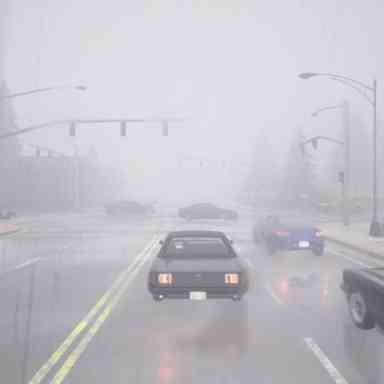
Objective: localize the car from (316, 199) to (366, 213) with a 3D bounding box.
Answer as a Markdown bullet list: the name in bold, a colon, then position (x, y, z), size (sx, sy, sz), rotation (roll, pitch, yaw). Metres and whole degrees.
- **car**: position (16.095, 1.478, 36.046), size (5.008, 1.535, 1.882), rotation (0, 0, 0)

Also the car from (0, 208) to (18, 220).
- **car**: position (-16.567, 1.547, 25.900), size (5.357, 1.411, 2.033), rotation (0, 0, 0)

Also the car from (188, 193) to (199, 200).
- **car**: position (0.360, 1.225, 74.852), size (2.150, 2.045, 5.566), rotation (0, 0, 0)

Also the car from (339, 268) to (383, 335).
- **car**: position (3.615, 1.601, 3.968), size (1.895, 1.301, 4.718), rotation (0, 0, 0)

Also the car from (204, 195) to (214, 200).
- **car**: position (3.864, 1.355, 74.956), size (2.097, 1.767, 4.553), rotation (0, 0, 0)

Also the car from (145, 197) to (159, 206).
- **car**: position (-6.815, 1.564, 57.395), size (1.994, 1.385, 4.181), rotation (0, 0, 0)

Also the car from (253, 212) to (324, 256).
- **car**: position (3.643, 1.526, 13.071), size (1.812, 1.442, 4.674), rotation (0, 0, 0)

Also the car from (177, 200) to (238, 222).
- **car**: position (1.201, 1.525, 25.577), size (4.674, 1.442, 1.812), rotation (0, 0, 2)

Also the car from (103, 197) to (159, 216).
- **car**: position (-5.943, 1.506, 31.808), size (4.892, 1.490, 1.837), rotation (0, 2, -28)

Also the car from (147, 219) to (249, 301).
- **car**: position (0.103, 1.601, 8.281), size (1.895, 1.301, 4.718), rotation (0, 0, 0)

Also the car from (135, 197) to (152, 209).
- **car**: position (-6.872, 1.526, 47.371), size (1.812, 1.442, 4.674), rotation (0, 0, 0)
